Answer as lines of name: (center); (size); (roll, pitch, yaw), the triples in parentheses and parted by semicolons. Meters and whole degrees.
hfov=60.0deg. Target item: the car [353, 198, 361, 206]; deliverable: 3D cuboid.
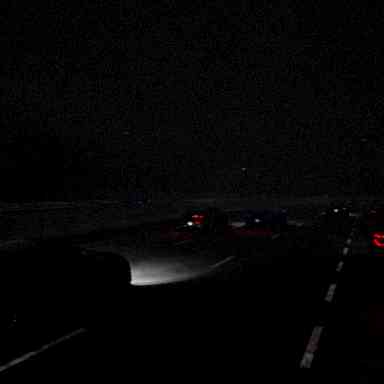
car: (31.763, 2.007, 65.771); (2.033, 1.411, 5.357); (-1, -1, 28)

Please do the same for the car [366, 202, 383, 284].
car: (6.117, 1.249, 9.210); (2.150, 2.045, 5.566); (-1, 0, 28)

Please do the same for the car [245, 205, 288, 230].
car: (5.108, 1.588, 22.337); (1.882, 1.535, 5.008); (-1, 0, 28)

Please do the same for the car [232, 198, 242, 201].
car: (9.413, 2.060, 68.381); (1.812, 1.442, 4.674); (-1, -1, 28)

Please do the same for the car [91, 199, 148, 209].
car: (-6.560, 1.728, 30.650); (1.882, 1.535, 5.008); (-1, 0, 28)

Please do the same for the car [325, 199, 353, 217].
car: (13.986, 1.649, 31.929); (1.994, 1.385, 4.181); (-1, 0, 28)

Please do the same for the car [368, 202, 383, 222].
car: (15.789, 1.593, 27.621); (2.033, 1.411, 5.357); (-1, 0, 28)

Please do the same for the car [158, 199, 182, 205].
car: (-3.419, 1.840, 51.653); (1.882, 1.535, 5.008); (-1, -1, 28)

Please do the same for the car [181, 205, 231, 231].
car: (1.027, 1.648, 22.094); (1.837, 1.490, 4.892); (-1, 0, 28)

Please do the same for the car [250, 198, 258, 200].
car: (12.516, 1.980, 66.772); (1.882, 1.535, 5.008); (-1, -1, 28)

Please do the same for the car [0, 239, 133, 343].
car: (-3.085, 1.643, 6.735); (1.994, 1.385, 4.181); (-1, 0, 28)

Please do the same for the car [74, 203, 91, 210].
car: (-9.453, 1.777, 32.665); (2.128, 1.511, 4.902); (-1, 0, 28)

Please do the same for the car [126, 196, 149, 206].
car: (-8.585, 1.598, 49.346); (2.150, 2.045, 5.566); (-1, -1, 28)
